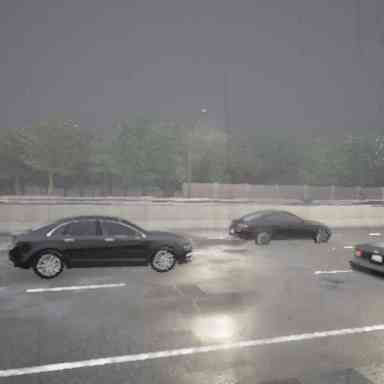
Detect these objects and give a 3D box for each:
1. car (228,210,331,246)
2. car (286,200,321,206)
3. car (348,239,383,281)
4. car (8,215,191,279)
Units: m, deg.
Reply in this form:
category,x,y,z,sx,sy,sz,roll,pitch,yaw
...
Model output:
category,x,y,z,sx,sy,sz,roll,pitch,yaw
car,3.934,1.542,14.921,4.674,1.442,1.812,1,0,-16
car,13.276,1.677,39.586,4.181,1.385,1.994,1,0,-16
car,6.697,1.623,8.435,5.357,1.411,2.033,1,0,-16
car,-2.426,1.428,9.429,4.892,1.490,1.837,1,0,-16
